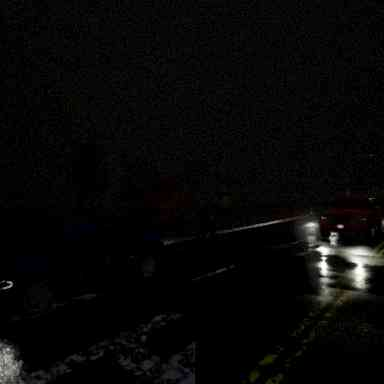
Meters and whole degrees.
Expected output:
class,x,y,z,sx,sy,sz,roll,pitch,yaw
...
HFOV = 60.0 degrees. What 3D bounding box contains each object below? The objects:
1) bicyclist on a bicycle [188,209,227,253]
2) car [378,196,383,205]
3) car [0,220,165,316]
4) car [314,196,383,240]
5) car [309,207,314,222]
class,x,y,z,sx,sy,sz,roll,pitch,yaw
bicyclist on a bicycle,0.531,1.458,12.424,1.656,1.620,0.582,-2,-1,31
car,34.257,1.471,58.565,1.882,1.535,5.008,0,0,36
car,-2.693,1.510,7.879,1.882,1.535,5.008,0,1,33
car,8.444,1.222,17.427,2.150,2.045,5.566,0,0,37
car,10.680,1.526,26.087,1.812,1.442,4.674,0,0,36
